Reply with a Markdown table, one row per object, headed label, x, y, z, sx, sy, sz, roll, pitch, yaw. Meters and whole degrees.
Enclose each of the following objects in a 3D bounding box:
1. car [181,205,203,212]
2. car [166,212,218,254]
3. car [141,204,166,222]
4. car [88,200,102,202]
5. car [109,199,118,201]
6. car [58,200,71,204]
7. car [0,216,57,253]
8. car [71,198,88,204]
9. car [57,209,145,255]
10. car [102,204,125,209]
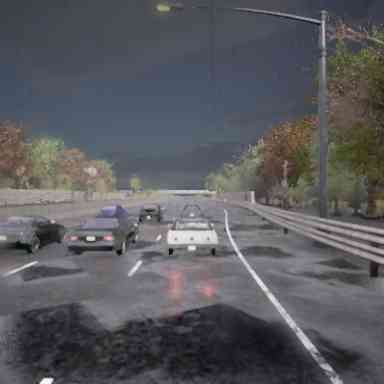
| label | x | y | z | sx | sy | sz | roll | pitch | yaw |
| --- | --- | --- | --- | --- | --- | --- | --- | --- | --- |
| car | 0.012 | 1.854 | 29.329 | 1.994 | 1.385 | 4.181 | 0 | -1 | 0 |
| car | 0.004 | 1.737 | 14.116 | 1.895 | 1.301 | 4.718 | 0 | -1 | 0 |
| car | -3.490 | 1.797 | 29.317 | 1.837 | 1.490 | 4.892 | 0 | 0 | 0 |
| car | -20.987 | 2.373 | 73.895 | 1.895 | 1.301 | 4.718 | 0 | -1 | 0 |
| car | -17.487 | 2.303 | 73.925 | 2.128 | 1.511 | 4.902 | 0 | -1 | 0 |
| car | -27.987 | 2.373 | 73.896 | 1.895 | 1.301 | 4.718 | 0 | -1 | 0 |
| car | -6.998 | 1.703 | 14.300 | 1.994 | 1.385 | 4.181 | 0 | -1 | 0 |
| car | -24.487 | 2.133 | 73.958 | 2.097 | 1.767 | 4.553 | 0 | -1 | 0 |
| car | -3.496 | 1.683 | 13.995 | 2.033 | 1.411 | 5.357 | 0 | -1 | 0 |
| car | -6.989 | 1.816 | 29.382 | 1.812 | 1.442 | 4.674 | 0 | 0 | 0 |
